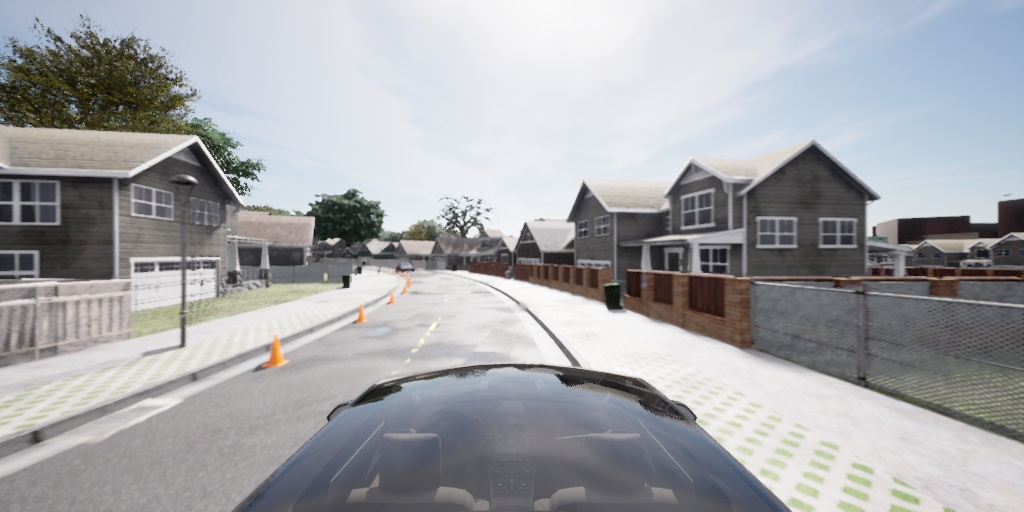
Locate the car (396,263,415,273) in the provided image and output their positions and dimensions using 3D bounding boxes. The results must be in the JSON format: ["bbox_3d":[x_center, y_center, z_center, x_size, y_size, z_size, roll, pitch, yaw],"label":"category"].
[{"bbox_3d":[-15.512,1.717,51.992,2.033,1.411,5.357,0,0,-29],"label":"car"}]

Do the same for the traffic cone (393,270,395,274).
[{"bbox_3d":[-16.096,2.126,49.014,0.340,0.580,0.340,0,0,-27],"label":"traffic cone"}]

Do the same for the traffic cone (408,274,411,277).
[{"bbox_3d":[-8.779,2.042,30.929,0.340,0.580,0.340,0,0,-17],"label":"traffic cone"}]

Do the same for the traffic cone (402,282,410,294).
[{"bbox_3d":[-6.418,1.965,21.454,0.340,0.580,0.340,0,0,-11],"label":"traffic cone"}]

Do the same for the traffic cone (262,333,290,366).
[{"bbox_3d":[-4.559,1.793,6.932,0.340,0.580,0.340,0,0,-3],"label":"traffic cone"}]

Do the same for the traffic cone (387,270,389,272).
[{"bbox_3d":[-18.444,2.147,53.296,0.340,0.580,0.340,0,0,-30],"label":"traffic cone"}]

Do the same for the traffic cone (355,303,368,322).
[{"bbox_3d":[-4.953,1.858,11.800,0.340,0.580,0.340,0,0,-6],"label":"traffic cone"}]

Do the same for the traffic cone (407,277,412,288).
[{"bbox_3d":[-7.487,2.008,26.220,0.340,0.580,0.340,0,0,-14],"label":"traffic cone"}]

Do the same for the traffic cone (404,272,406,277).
[{"bbox_3d":[-10.289,2.070,35.574,0.340,0.580,0.340,0,0,-19],"label":"traffic cone"}]

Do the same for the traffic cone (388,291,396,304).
[{"bbox_3d":[-5.573,1.915,16.644,0.340,0.580,0.340,0,0,-9],"label":"traffic cone"}]
